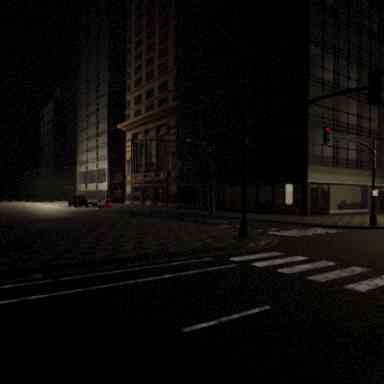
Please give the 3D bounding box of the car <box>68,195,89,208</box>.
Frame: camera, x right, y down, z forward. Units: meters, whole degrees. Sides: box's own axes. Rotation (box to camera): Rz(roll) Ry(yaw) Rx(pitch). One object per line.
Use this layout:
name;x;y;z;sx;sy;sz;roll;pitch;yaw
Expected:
car;-18.416;1.512;54.077;2.150;2.045;5.566;1;-1;-35

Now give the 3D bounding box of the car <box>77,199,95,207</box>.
car;-19.371;1.943;60.616;1.895;1.301;4.718;1;-1;-35

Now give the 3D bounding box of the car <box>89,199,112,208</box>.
car;-14.731;1.920;54.112;1.895;1.301;4.718;1;-1;-35
